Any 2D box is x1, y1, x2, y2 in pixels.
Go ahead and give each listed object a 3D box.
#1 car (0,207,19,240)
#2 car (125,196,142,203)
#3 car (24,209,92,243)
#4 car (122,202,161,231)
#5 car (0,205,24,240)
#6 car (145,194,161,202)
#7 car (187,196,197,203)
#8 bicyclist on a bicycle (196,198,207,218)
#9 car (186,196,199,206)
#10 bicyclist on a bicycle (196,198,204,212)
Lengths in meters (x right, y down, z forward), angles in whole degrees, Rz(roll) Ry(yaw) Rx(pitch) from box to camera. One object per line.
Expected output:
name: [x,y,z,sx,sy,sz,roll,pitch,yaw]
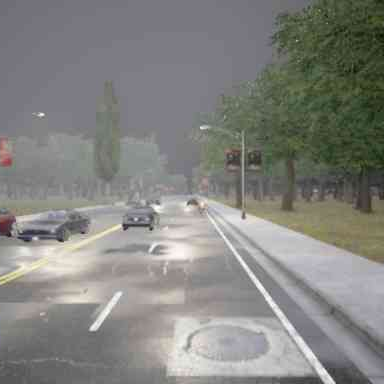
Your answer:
car: [-3.148,1.224,1.143,2.150,2.045,5.566,0,0,0]
car: [-9.791,1.482,55.918,2.097,1.767,4.553,0,0,1]
car: [-6.595,1.586,16.667,2.033,1.411,5.357,0,0,0]
car: [-3.144,1.596,21.194,2.033,1.411,5.357,0,0,0]
car: [-9.844,1.386,14.906,2.097,1.767,4.553,0,0,0]
car: [-6.535,1.352,56.567,2.150,2.045,5.566,0,0,1]
car: [0.020,1.699,74.690,2.128,1.511,4.902,0,0,0]
bicyclist on a bicycle: [0.921,1.506,29.889,0.866,1.612,1.509,0,0,0]
car: [0.083,1.636,55.896,1.837,1.490,4.892,0,0,0]
bicyclist on a bicycle: [0.922,1.528,39.330,0.866,1.612,1.509,0,0,0]
